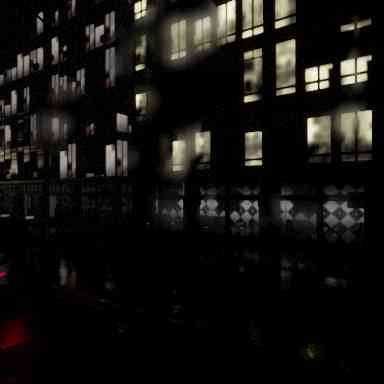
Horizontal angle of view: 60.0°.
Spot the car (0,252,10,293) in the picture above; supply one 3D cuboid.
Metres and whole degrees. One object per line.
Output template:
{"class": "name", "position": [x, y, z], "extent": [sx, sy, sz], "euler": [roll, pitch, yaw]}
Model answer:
{"class": "car", "position": [-5.852, 1.526, 7.432], "extent": [4.674, 1.442, 1.812], "euler": [0, 0, 36]}
